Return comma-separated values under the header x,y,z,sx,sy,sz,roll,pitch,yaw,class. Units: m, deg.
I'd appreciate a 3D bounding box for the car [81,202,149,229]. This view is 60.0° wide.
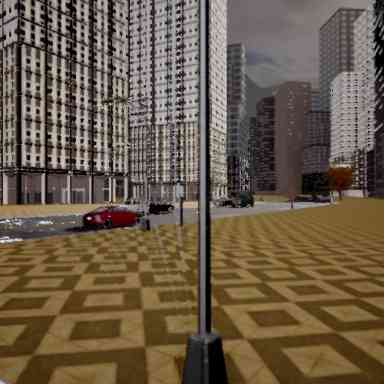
x,y,z,sx,sy,sz,roll,pitch,yaw,class
-5.192,1.602,22.100,1.994,1.385,4.181,0,0,34,car

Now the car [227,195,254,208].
x,y,z,sx,sy,sz,roll,pitch,yaw,class
8.278,1.458,53.915,2.150,2.045,5.566,0,0,32,car

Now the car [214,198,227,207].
x,y,z,sx,sy,sz,roll,pitch,yaw,class
5.311,1.745,55.313,2.128,1.511,4.902,0,0,32,car

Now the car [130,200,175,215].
x,y,z,sx,sy,sz,roll,pitch,yaw,class
-3.840,1.611,35.802,2.128,1.511,4.902,0,0,34,car

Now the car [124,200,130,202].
x,y,z,sx,sy,sz,roll,pitch,yaw,class
-6.883,1.644,37.104,1.812,1.442,4.674,0,0,34,car
